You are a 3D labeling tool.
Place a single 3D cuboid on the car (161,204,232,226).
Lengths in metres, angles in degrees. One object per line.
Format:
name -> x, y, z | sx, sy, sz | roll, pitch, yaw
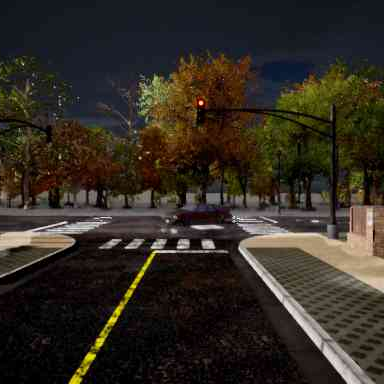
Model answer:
car -> 0.435, 1.552, 23.602 | 5.357, 1.411, 2.033 | 0, 0, -39
